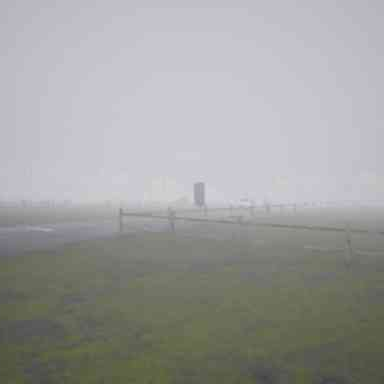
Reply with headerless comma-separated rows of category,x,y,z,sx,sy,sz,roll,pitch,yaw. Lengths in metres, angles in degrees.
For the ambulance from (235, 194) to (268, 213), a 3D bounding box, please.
ambulance,8.132,1.546,45.894,2.351,2.431,6.366,-1,-1,36
